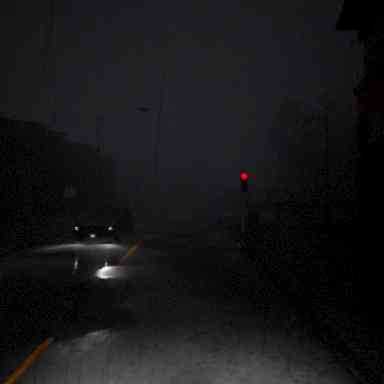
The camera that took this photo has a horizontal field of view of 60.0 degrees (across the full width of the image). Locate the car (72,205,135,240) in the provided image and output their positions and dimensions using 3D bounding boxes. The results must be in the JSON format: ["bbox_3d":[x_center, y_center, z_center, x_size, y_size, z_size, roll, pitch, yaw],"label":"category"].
[{"bbox_3d":[-4.011,1.364,16.090,2.033,1.411,5.357,0,1,0],"label":"car"}]
